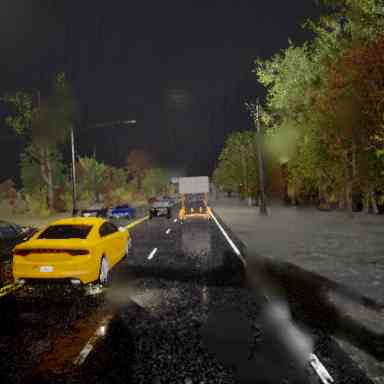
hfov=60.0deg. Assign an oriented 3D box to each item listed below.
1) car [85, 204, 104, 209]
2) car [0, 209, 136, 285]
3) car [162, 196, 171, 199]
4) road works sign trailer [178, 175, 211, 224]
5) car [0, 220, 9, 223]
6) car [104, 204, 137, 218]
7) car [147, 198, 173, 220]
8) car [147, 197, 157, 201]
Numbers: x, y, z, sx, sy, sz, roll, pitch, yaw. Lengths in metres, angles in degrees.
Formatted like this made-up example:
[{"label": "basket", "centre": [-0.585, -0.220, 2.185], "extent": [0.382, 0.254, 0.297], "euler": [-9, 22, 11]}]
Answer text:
[{"label": "car", "centre": [-9.538, 1.986, 32.657], "extent": [2.128, 1.511, 4.902], "euler": [-3, 0, 1]}, {"label": "car", "centre": [-3.079, 1.482, 9.527], "extent": [1.882, 1.535, 5.008], "euler": [0, 0, 0]}, {"label": "car", "centre": [-5.486, 1.573, 71.953], "extent": [2.097, 1.767, 4.553], "euler": [-3, 0, 1]}, {"label": "road works sign trailer", "centre": [0.189, 0.526, 25.740], "extent": [2.380, 3.560, 2.880], "euler": [-3, 0, 1]}, {"label": "car", "centre": [-6.457, 1.563, 9.777], "extent": [2.033, 1.411, 5.357], "euler": [0, 0, 1]}, {"label": "car", "centre": [-6.317, 1.877, 30.749], "extent": [1.812, 1.442, 4.674], "euler": [-3, 0, 1]}, {"label": "car", "centre": [-2.850, 1.688, 31.086], "extent": [2.128, 1.511, 4.902], "euler": [-3, 0, 0]}, {"label": "car", "centre": [-8.691, 1.830, 73.666], "extent": [1.882, 1.535, 5.008], "euler": [-3, 0, 1]}]
